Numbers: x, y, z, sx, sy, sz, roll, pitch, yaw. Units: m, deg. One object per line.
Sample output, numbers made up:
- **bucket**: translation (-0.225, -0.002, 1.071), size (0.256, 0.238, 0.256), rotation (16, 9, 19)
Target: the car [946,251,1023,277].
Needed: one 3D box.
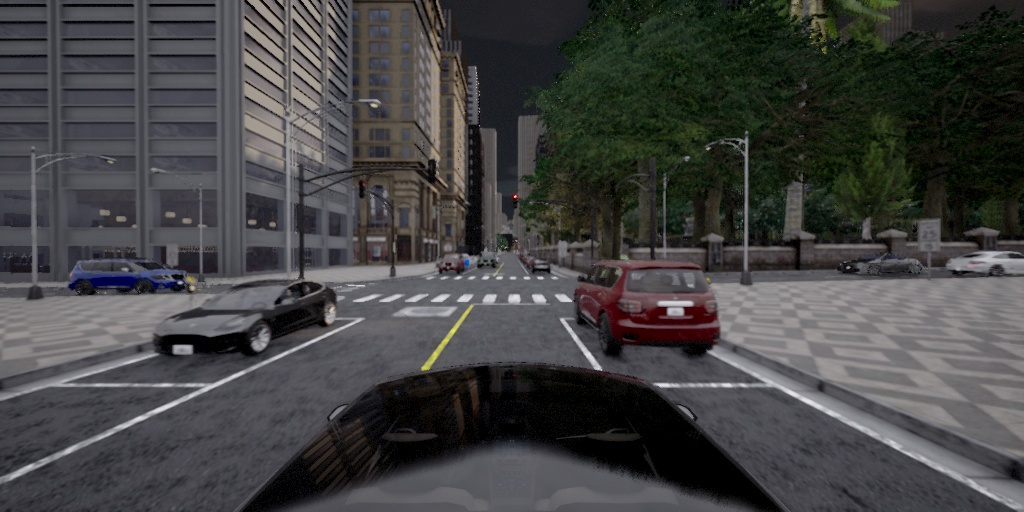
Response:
- **car**: translation (27.610, 0.443, 20.330), size (4.674, 1.442, 1.812), rotation (-1, 1, 0)

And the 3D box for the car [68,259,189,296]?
- **car**: translation (-21.765, 1.215, 20.544), size (5.566, 2.045, 2.150), rotation (-1, 1, 0)

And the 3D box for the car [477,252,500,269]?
- **car**: translation (-3.098, 0.488, 44.878), size (2.150, 2.045, 5.566), rotation (0, 1, 1)

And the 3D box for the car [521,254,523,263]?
- **car**: translation (2.731, 0.710, 56.688), size (1.802, 1.307, 4.207), rotation (0, 0, 0)

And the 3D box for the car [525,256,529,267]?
- **car**: translation (2.740, 0.903, 40.428), size (1.802, 1.307, 4.207), rotation (0, 0, 0)

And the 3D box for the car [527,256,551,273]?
- **car**: translation (2.743, 0.949, 35.008), size (1.948, 1.339, 4.313), rotation (0, 0, 0)

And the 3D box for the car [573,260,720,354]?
- **car**: translation (2.759, 0.994, 8.451), size (2.192, 1.841, 5.009), rotation (0, 0, 0)

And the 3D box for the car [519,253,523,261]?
- **car**: translation (2.727, 0.606, 62.109), size (1.888, 1.381, 4.507), rotation (0, 0, 0)

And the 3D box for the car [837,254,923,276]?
- **car**: translation (23.952, 0.531, 23.443), size (4.181, 1.385, 1.994), rotation (-1, 1, 0)

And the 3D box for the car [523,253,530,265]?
- **car**: translation (2.737, 0.697, 45.849), size (1.967, 1.591, 4.097), rotation (0, 0, 0)

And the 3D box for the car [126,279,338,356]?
- **car**: translation (-5.767, 1.246, 8.464), size (1.948, 1.339, 4.313), rotation (0, 0, 0)

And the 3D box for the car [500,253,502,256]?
- **car**: translation (-3.067, 0.600, 61.027), size (1.812, 1.442, 4.674), rotation (0, 1, 1)

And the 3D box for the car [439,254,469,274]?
- **car**: translation (-5.782, 0.698, 35.023), size (2.192, 1.841, 5.009), rotation (0, 0, 0)
